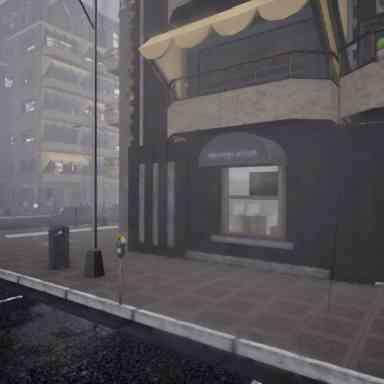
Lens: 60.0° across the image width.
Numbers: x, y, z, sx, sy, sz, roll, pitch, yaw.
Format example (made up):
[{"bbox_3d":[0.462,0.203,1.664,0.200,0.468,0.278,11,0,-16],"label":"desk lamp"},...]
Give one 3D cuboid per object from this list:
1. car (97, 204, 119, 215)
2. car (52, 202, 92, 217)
[{"bbox_3d":[-9.459,2.063,39.919,1.802,1.307,4.206,-1,-1,35],"label":"car"},{"bbox_3d":[-12.743,1.820,35.295,1.967,1.590,4.097,-1,-1,35],"label":"car"}]
